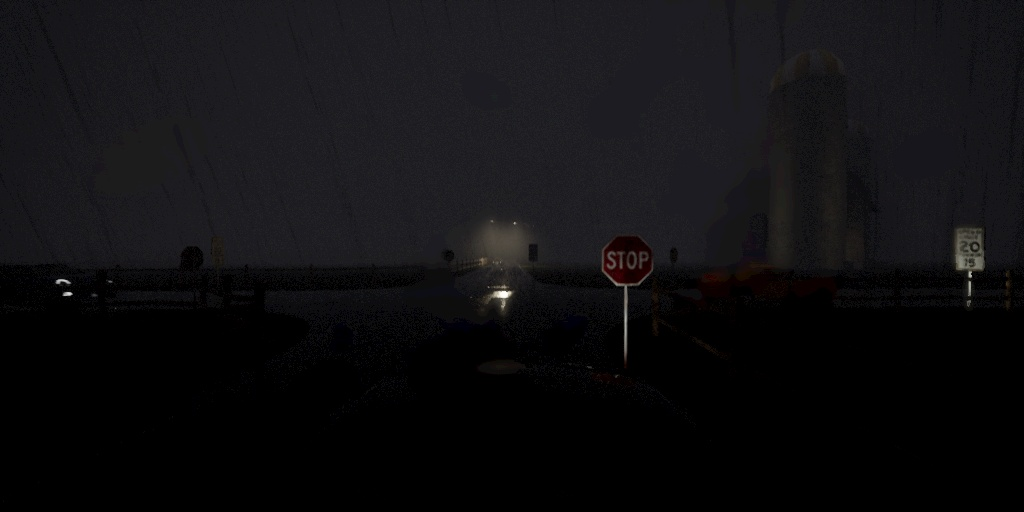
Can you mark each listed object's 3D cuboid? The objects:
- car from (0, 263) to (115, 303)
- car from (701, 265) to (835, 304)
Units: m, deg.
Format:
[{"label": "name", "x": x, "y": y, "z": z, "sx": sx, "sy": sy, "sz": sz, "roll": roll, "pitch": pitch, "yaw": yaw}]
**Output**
[{"label": "car", "x": -19.986, "y": 1.091, "z": 15.270, "sx": 4.553, "sy": 1.767, "sz": 2.097, "roll": 0, "pitch": 1, "yaw": 0}, {"label": "car", "x": 10.760, "y": 1.148, "z": 15.227, "sx": 5.008, "sy": 1.535, "sz": 1.882, "roll": 0, "pitch": 1, "yaw": 0}]
